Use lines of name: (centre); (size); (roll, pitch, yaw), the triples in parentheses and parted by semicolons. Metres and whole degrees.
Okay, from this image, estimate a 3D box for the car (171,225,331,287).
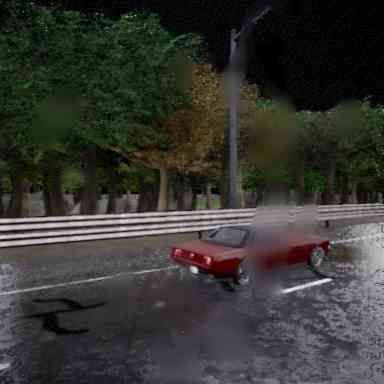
car: (1.855, 1.578, 9.376); (4.718, 1.301, 1.895); (-1, 0, -36)
